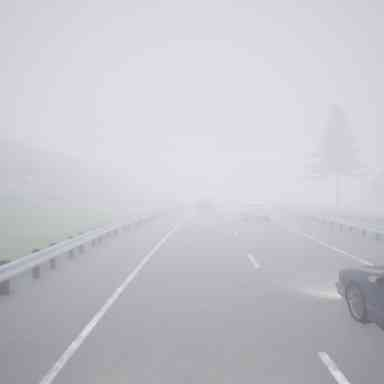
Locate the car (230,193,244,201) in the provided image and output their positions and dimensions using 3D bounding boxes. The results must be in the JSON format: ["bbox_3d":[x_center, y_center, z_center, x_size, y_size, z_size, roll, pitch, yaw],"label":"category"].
[{"bbox_3d":[9.516,0.973,72.713,2.097,1.767,4.553,0,0,14],"label":"car"}]

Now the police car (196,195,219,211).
[{"bbox_3d":[1.647,1.317,38.217,1.930,1.638,5.238,0,0,8],"label":"police car"}]

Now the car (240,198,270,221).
[{"bbox_3d":[4.940,1.457,26.038,1.812,1.442,4.674,0,0,5],"label":"car"}]

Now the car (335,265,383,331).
[{"bbox_3d":[3.668,1.541,4.052,2.033,1.411,5.357,0,0,1],"label":"car"}]

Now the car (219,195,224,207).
[{"bbox_3d":[3.169,1.391,47.964,1.812,1.442,4.674,0,0,10],"label":"car"}]

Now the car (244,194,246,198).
[{"bbox_3d":[13.119,1.106,87.352,2.128,1.511,4.902,0,0,14],"label":"car"}]

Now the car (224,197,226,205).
[{"bbox_3d":[4.249,1.201,53.820,2.097,1.767,4.553,0,0,11],"label":"car"}]
